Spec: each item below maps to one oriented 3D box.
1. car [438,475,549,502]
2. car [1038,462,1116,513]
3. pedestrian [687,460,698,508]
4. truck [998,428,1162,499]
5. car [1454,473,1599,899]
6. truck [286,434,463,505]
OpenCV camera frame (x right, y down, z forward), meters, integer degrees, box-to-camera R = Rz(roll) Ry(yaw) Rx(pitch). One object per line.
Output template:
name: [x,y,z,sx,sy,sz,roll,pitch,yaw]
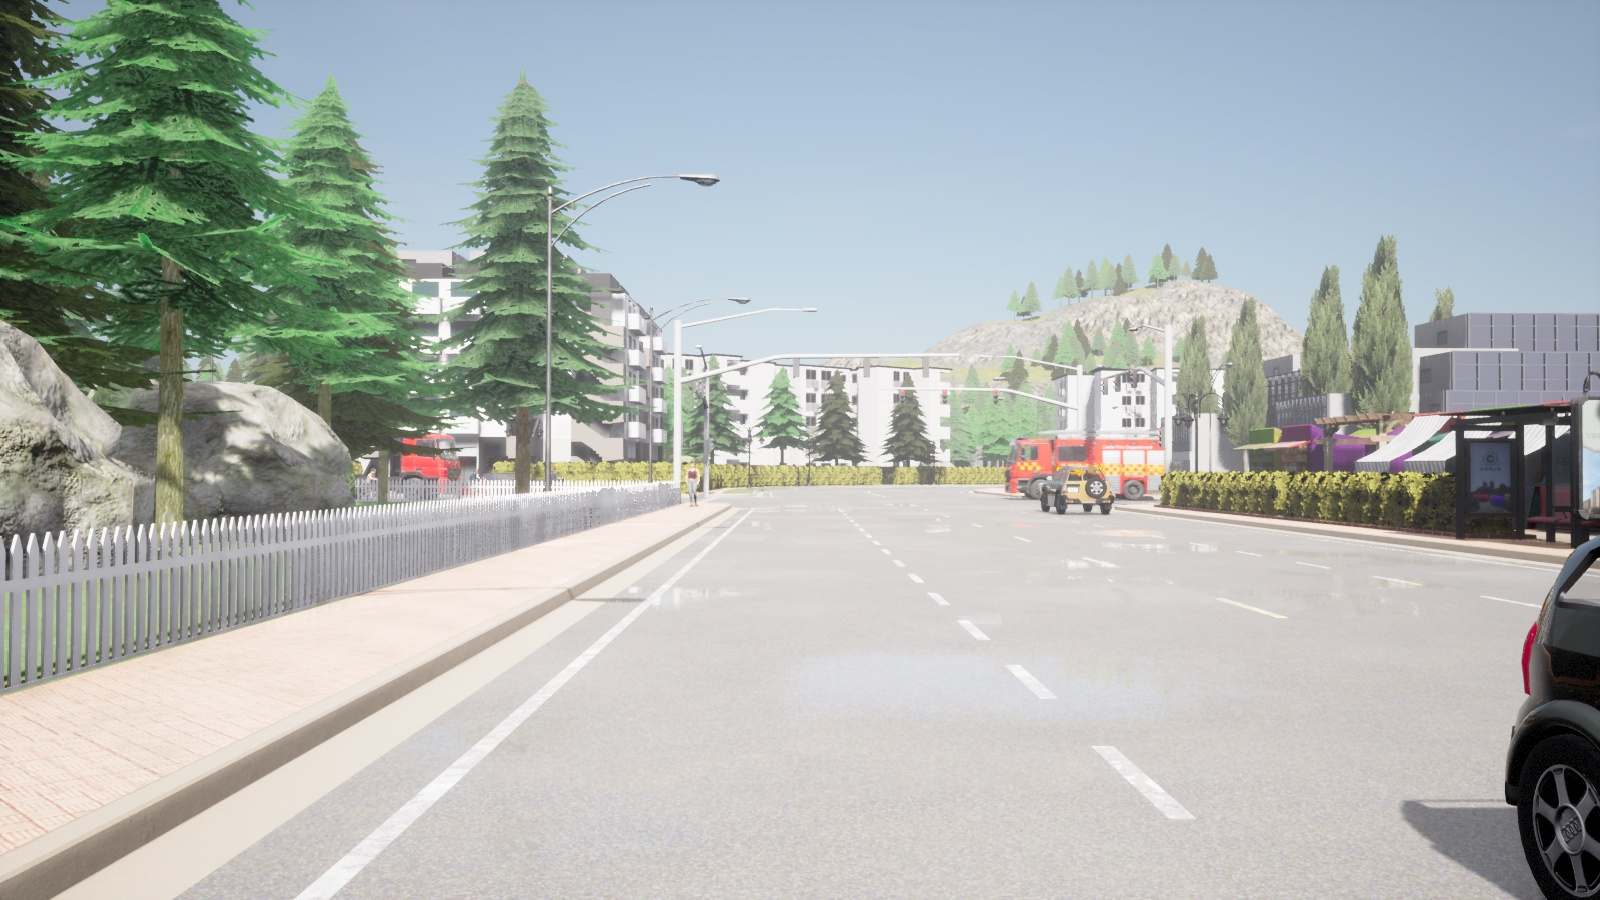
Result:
car: [-16.210,2.042,66.598,5.357,1.411,2.033,0,-1,1]
car: [10.378,1.383,47.345,1.932,1.855,4.605,0,-1,0]
pedestrian: [-4.119,1.296,48.154,0.345,1.836,0.594,0,-1,0]
truck: [15.375,0.751,69.437,8.468,3.827,2.891,0,-1,2]
car: [3.491,0.831,3.103,1.789,1.549,3.705,0,-1,0]
truck: [-21.319,0.977,63.230,7.936,3.462,2.891,0,-1,1]
